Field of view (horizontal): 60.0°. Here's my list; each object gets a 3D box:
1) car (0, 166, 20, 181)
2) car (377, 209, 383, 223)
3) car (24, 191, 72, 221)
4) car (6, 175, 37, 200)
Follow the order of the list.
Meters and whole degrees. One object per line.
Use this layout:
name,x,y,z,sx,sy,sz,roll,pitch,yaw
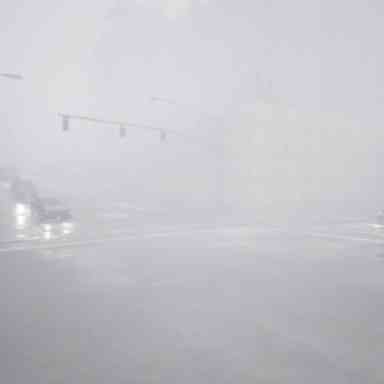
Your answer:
car,-22.107,-2.345,40.235,2.033,1.411,5.357,0,12,-35
car,14.757,1.380,23.099,4.674,1.442,1.812,0,0,-35
car,-10.119,1.058,23.548,2.033,1.411,5.357,0,5,-36
car,-16.098,-0.312,31.871,2.128,1.511,4.902,0,10,-35
